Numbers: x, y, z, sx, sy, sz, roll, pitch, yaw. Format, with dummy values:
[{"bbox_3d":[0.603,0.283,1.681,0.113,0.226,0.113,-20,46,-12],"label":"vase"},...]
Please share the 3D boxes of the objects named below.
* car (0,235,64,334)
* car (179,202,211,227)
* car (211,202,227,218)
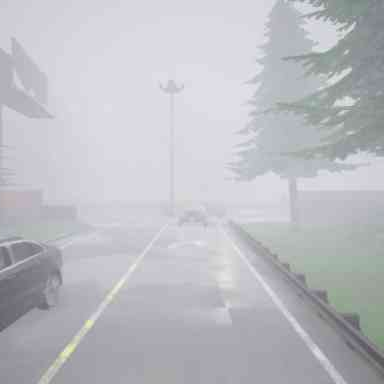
[{"bbox_3d":[-3.584,1.488,5.022,2.128,1.511,4.902,0,0,0],"label":"car"},{"bbox_3d":[0.177,1.513,22.732,1.812,1.442,4.674,0,0,4],"label":"car"},{"bbox_3d":[1.101,1.543,29.157,2.033,1.411,5.357,0,0,-23],"label":"car"}]
